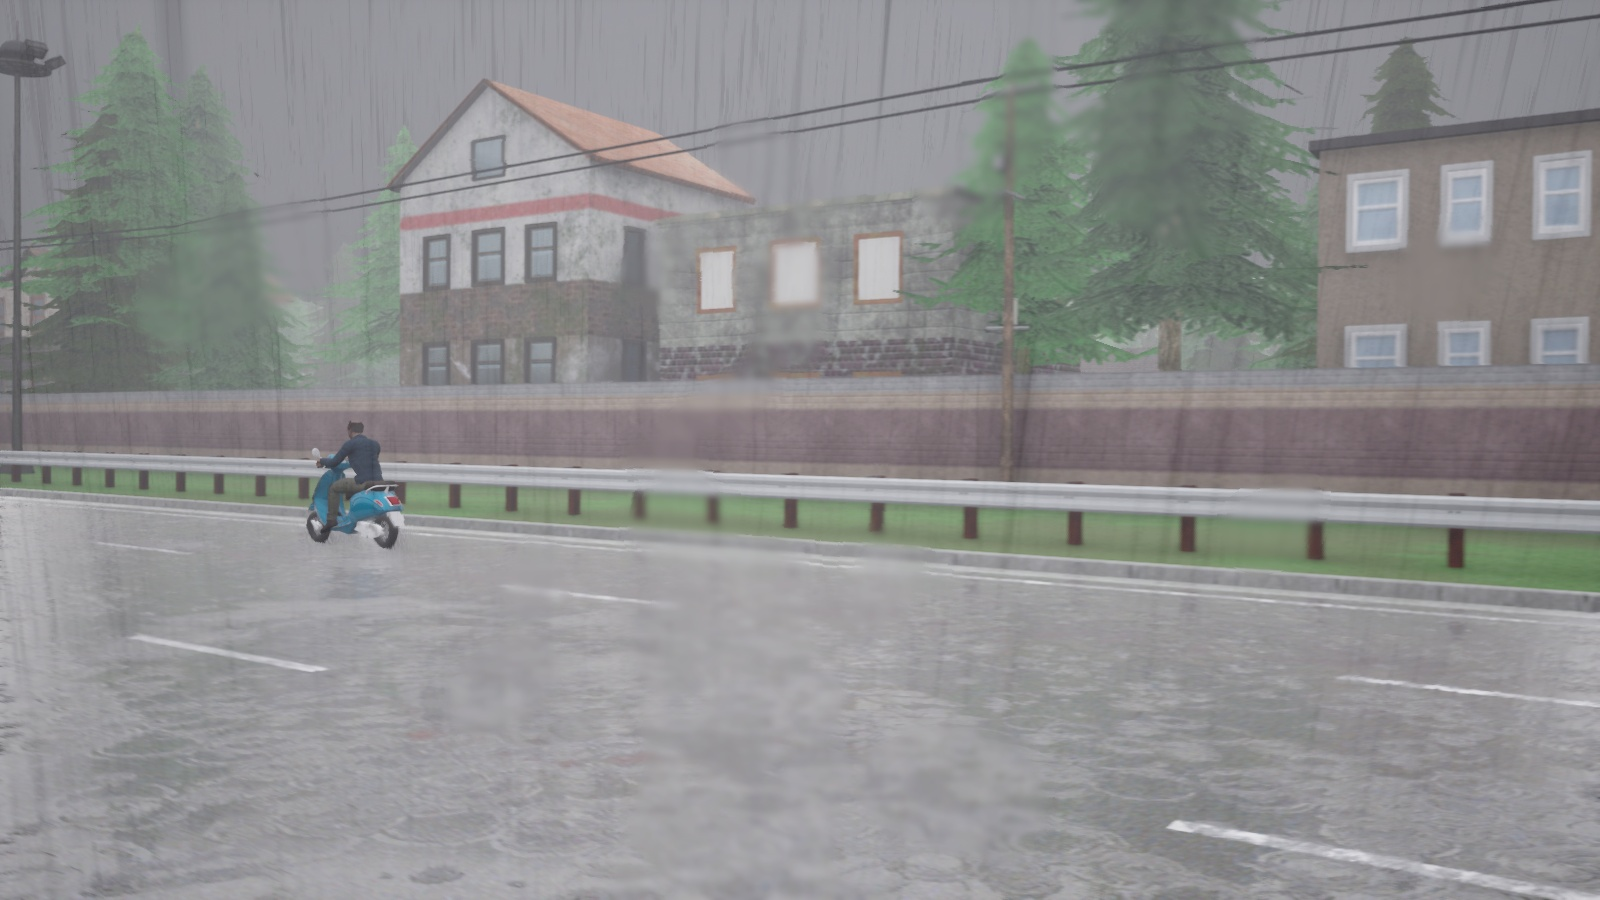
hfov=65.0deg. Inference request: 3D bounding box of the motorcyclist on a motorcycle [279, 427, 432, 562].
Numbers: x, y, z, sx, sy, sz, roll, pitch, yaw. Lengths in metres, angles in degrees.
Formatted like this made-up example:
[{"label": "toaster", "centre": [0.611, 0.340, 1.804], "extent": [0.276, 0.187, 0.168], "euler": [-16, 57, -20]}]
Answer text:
[{"label": "motorcyclist on a motorcycle", "centre": [-5.579, 0.521, 15.733], "extent": [1.817, 1.590, 0.866], "euler": [0, 1, 34]}]
